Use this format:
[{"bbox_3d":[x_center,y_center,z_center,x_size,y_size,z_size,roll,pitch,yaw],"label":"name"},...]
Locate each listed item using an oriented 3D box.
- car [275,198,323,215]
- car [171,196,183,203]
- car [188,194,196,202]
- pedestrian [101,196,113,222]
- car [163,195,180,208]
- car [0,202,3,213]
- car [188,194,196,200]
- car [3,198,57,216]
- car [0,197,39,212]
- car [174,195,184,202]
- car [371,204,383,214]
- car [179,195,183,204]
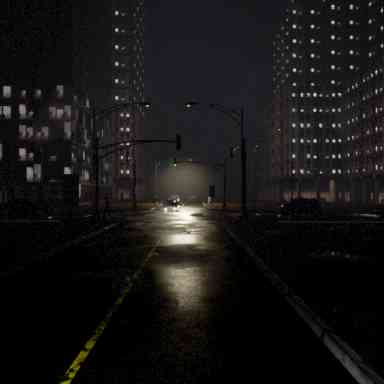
[{"bbox_3d":[10.933,1.415,34.134,4.553,1.767,2.097,0,0,-1],"label":"car"},{"bbox_3d":[-3.026,1.539,68.076,2.033,1.411,5.357,0,0,0],"label":"car"},{"bbox_3d":[-0.013,1.575,79.023,1.895,1.301,4.718,0,0,0],"label":"car"},{"bbox_3d":[-5.816,1.142,22.695,0.375,1.860,0.375,0,0,0],"label":"pedestrian"},{"bbox_3d":[-3.117,1.560,48.658,1.994,1.385,4.181,0,0,-1],"label":"car"},{"bbox_3d":[-18.900,1.415,27.732,4.829,1.417,1.752,0,-1,-1],"label":"car"},{"bbox_3d":[-0.016,1.357,88.998,2.033,1.411,5.357,0,0,0],"label":"car"},{"bbox_3d":[-15.058,1.399,30.514,5.008,1.535,1.882,0,0,-2],"label":"car"},{"bbox_3d":[-19.212,1.360,36.368,4.097,1.590,1.967,0,-1,-1],"label":"car"},{"bbox_3d":[-3.014,1.527,78.386,2.033,1.411,5.357,0,0,0],"label":"car"},{"bbox_3d":[20.820,1.671,34.305,4.181,1.385,1.994,0,0,-1],"label":"car"},{"bbox_3d":[-3.092,1.346,57.814,2.097,1.767,4.553,0,0,0],"label":"car"}]
